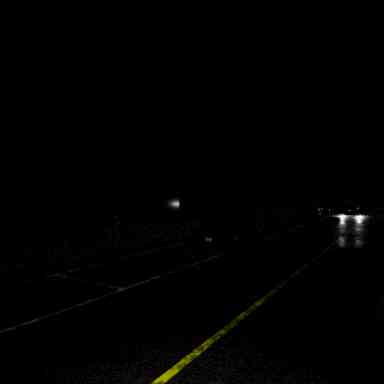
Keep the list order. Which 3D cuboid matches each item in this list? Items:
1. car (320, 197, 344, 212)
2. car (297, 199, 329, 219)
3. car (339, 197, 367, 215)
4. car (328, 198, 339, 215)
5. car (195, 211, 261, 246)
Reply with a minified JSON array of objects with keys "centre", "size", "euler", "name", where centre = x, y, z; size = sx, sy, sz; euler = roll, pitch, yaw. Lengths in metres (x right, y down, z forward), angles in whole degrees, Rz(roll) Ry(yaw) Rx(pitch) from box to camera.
[{"centre":[16.407,1.441,38.849],"size":[1.967,1.590,4.097],"euler":[0,0,32],"name":"car"},{"centre":[10.575,1.582,29.464],"size":[1.802,1.307,4.206],"euler":[0,0,32],"name":"car"},{"centre":[16.301,1.526,33.756],"size":[1.812,1.442,4.674],"euler":[0,0,32],"name":"car"},{"centre":[13.491,1.567,34.156],"size":[1.947,1.339,4.313],"euler":[0,0,32],"name":"car"},{"centre":[1.827,1.566,15.385],"size":[1.947,1.339,4.313],"euler":[0,0,32],"name":"car"}]
